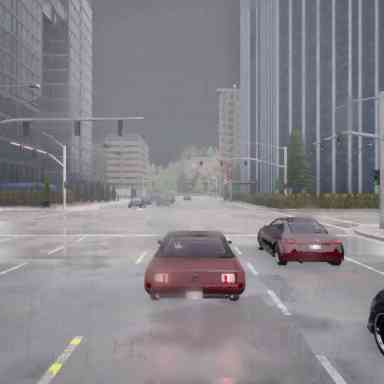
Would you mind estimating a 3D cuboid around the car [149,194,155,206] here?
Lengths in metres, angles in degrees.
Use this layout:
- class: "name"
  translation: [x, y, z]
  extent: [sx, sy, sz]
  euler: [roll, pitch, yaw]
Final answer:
- class: "car"
  translation: [-7.912, 1.502, 56.752]
  extent: [1.837, 1.490, 4.892]
  euler: [0, 1, -1]

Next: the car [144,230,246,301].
- class: "car"
  translation: [0.071, 1.601, 8.289]
  extent: [1.895, 1.301, 4.718]
  euler: [0, 0, 0]

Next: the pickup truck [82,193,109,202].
- class: "pickup truck"
  translation: [-21.197, 1.059, 73.336]
  extent: [2.390, 2.098, 6.274]
  euler: [0, 0, 30]

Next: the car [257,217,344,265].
- class: "car"
  translation: [3.577, 1.564, 11.647]
  extent: [1.994, 1.385, 4.181]
  euler: [0, 0, 0]

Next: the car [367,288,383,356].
- class: "car"
  translation: [3.608, 1.564, 3.236]
  extent: [1.994, 1.385, 4.181]
  euler: [0, 0, -1]

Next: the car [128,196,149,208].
- class: "car"
  translation: [-7.793, 1.526, 47.464]
  extent: [1.812, 1.442, 4.674]
  euler: [0, 0, 1]

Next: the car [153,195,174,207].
- class: "car"
  translation: [-4.350, 1.547, 51.564]
  extent: [2.033, 1.411, 5.357]
  euler: [0, 0, -1]

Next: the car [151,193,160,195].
- class: "car"
  translation: [-8.058, 1.225, 72.215]
  extent: [2.150, 2.045, 5.566]
  euler: [0, 0, -1]

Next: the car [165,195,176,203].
- class: "car"
  translation: [-4.553, 1.525, 71.846]
  extent: [2.128, 1.511, 4.902]
  euler: [0, 0, -1]

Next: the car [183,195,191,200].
- class: "car"
  translation: [-1.295, 1.553, 88.561]
  extent: [1.994, 1.385, 4.181]
  euler: [0, 0, -1]
